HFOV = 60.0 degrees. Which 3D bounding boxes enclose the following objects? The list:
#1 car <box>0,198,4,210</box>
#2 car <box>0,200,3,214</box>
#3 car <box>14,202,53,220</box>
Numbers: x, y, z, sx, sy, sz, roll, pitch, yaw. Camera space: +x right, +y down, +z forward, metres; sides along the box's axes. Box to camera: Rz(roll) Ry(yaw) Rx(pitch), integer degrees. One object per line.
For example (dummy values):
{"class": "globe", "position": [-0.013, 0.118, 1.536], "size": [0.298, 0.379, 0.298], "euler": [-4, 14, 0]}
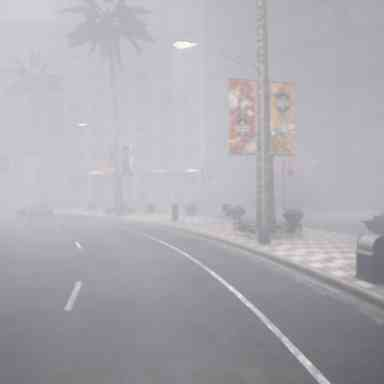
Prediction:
{"class": "car", "position": [-22.709, 1.413, 35.879], "size": [5.566, 2.045, 2.150], "euler": [0, 0, 31]}
{"class": "car", "position": [-18.492, 1.633, 28.615], "size": [5.008, 1.535, 1.882], "euler": [-1, 0, 40]}
{"class": "car", "position": [-14.026, 1.605, 29.346], "size": [4.902, 1.511, 2.128], "euler": [0, 0, 44]}
